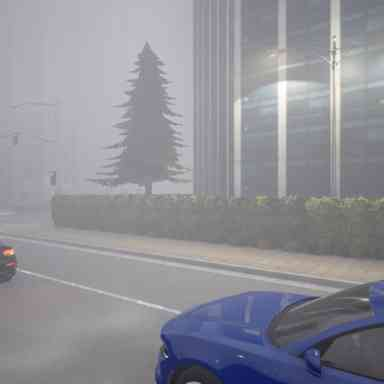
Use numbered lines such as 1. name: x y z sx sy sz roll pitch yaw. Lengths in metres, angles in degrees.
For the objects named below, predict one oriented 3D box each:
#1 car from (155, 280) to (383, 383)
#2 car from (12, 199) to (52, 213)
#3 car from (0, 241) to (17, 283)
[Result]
1. car: 1.923 1.478 2.622 5.008 1.535 1.882 0 0 36
2. car: -17.212 1.547 37.467 2.033 1.411 5.357 0 0 36
3. car: -6.203 1.526 8.376 4.674 1.442 1.812 0 0 36
